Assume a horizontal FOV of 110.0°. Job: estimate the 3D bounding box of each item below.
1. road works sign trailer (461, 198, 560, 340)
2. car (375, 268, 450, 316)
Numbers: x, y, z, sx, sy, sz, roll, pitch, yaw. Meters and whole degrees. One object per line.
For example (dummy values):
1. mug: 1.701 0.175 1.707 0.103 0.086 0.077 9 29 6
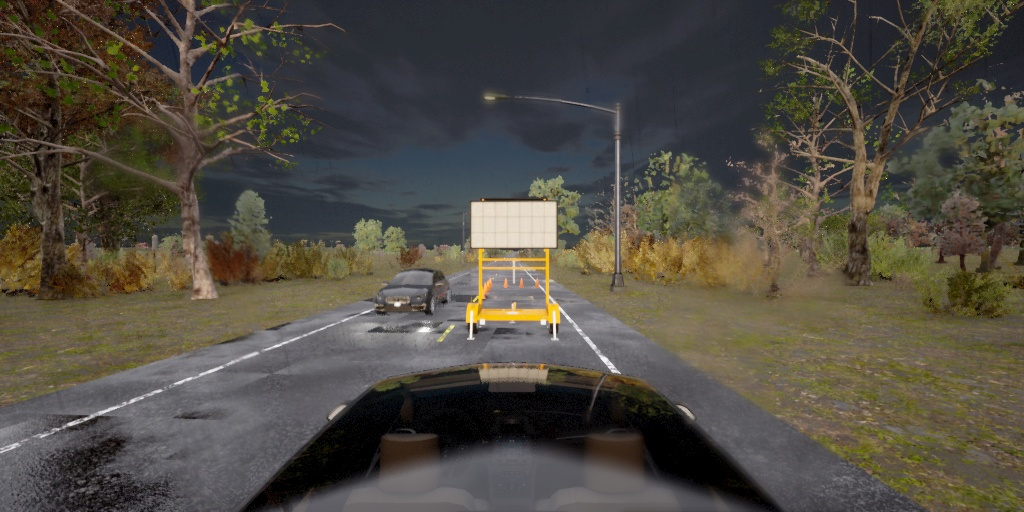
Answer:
1. road works sign trailer: 0.055 0.211 9.930 2.380 3.560 2.880 0 0 2
2. car: -3.536 1.250 13.508 1.837 1.490 4.892 0 0 0
